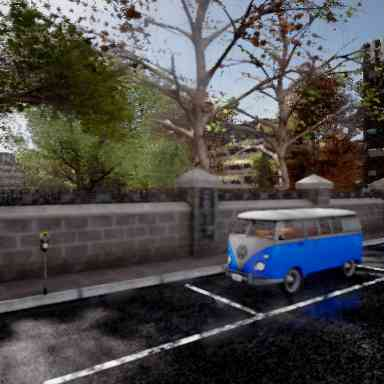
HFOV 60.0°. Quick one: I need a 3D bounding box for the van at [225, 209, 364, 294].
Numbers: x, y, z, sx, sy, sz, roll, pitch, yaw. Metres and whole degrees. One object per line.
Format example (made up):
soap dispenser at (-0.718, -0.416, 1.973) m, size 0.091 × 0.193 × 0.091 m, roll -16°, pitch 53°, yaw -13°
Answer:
van at (2.695, 1.344, 8.484) m, size 3.998 × 1.788 × 1.690 m, roll 0°, pitch 0°, yaw -35°
